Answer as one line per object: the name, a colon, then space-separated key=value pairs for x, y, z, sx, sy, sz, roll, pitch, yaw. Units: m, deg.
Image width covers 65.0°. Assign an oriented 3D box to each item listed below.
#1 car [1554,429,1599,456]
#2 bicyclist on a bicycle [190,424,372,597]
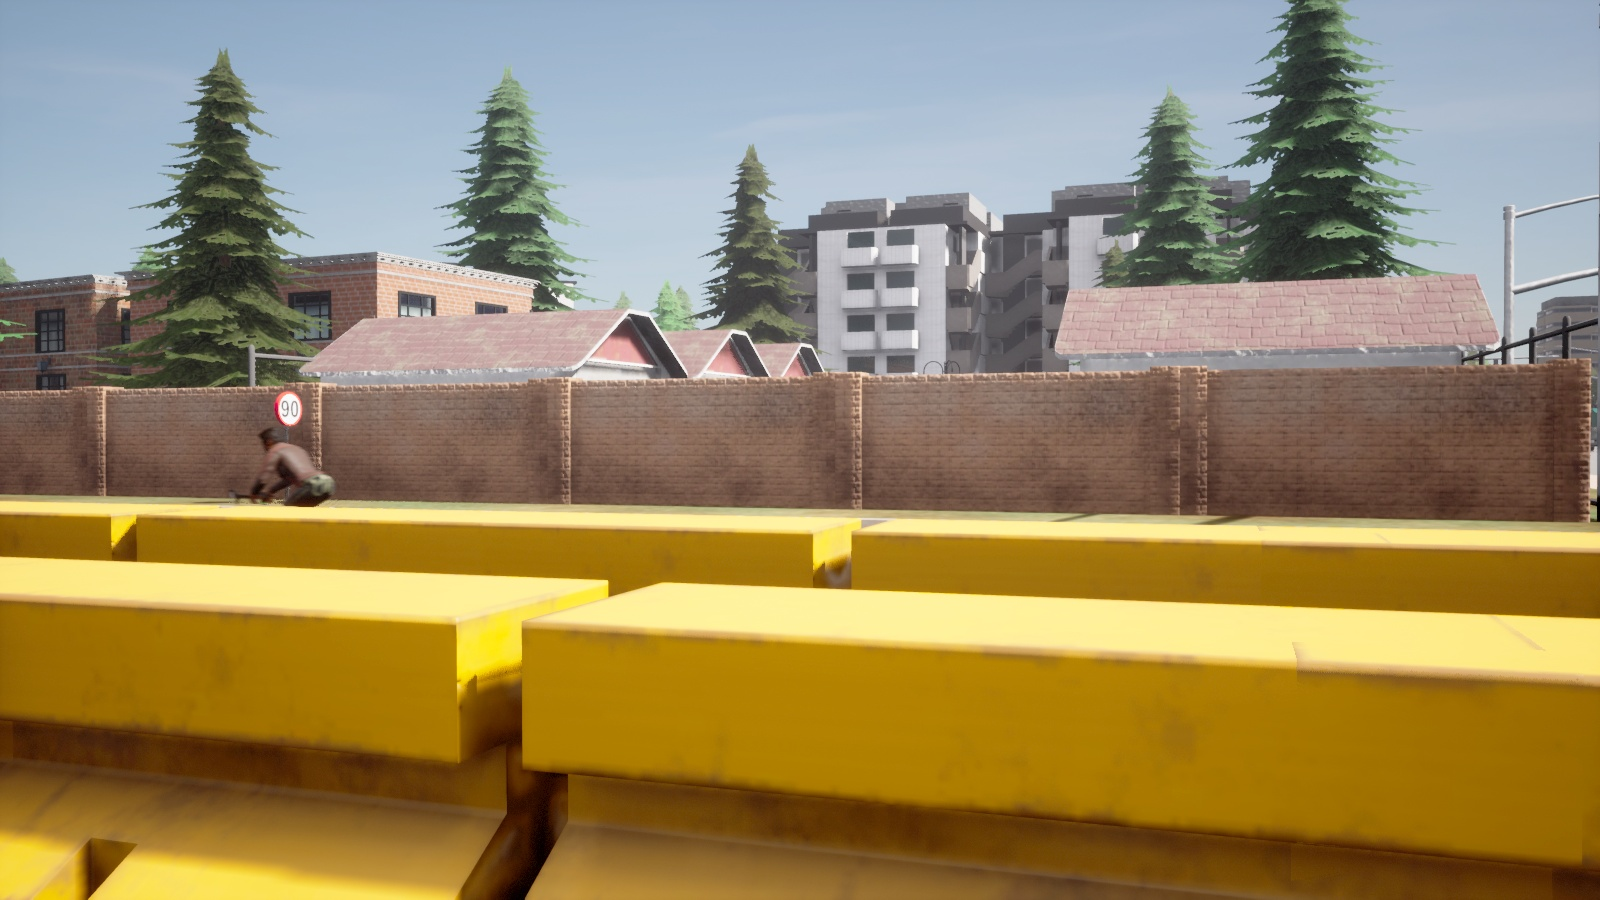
car: x=50.152 y=-0.497 z=80.589 sx=2.152 sy=1.651 sz=5.027 roll=1 pitch=1 yaw=20
bicyclist on a bicycle: x=-5.076 y=0.564 z=12.286 sx=1.656 sy=1.620 sz=0.582 roll=0 pitch=1 yaw=19
